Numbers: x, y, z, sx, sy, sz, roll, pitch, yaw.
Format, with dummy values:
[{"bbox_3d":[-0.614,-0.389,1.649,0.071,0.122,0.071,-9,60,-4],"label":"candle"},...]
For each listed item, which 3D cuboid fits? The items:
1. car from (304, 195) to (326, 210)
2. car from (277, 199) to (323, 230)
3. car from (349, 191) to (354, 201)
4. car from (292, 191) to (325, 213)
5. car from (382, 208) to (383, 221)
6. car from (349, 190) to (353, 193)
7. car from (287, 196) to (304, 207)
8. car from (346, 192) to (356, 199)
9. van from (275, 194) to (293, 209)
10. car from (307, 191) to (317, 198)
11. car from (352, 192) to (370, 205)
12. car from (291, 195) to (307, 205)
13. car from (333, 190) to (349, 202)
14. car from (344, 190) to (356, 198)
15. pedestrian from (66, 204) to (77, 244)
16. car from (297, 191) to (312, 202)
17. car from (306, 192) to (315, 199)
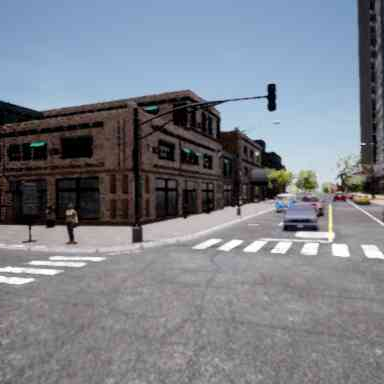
[{"bbox_3d":[14.373,1.152,38.758,2.128,1.511,4.902,-1,0,23],"label":"car"},{"bbox_3d":[6.560,1.389,20.049,2.033,1.411,5.357,-1,0,19],"label":"car"},{"bbox_3d":[25.870,0.939,51.440,1.752,1.417,4.829,0,0,23],"label":"car"},{"bbox_3d":[10.371,1.105,29.182,2.097,1.767,4.553,-1,0,23],"label":"car"},{"bbox_3d":[13.093,1.150,20.604,1.967,1.590,4.097,0,0,23],"label":"car"},{"bbox_3d":[30.042,0.862,61.510,1.887,1.381,4.507,0,0,23],"label":"car"},{"bbox_3d":[13.833,1.246,44.278,1.802,1.307,4.206,0,0,23],"label":"car"},{"bbox_3d":[34.344,0.742,71.892,1.752,1.417,4.829,0,0,23],"label":"car"},{"bbox_3d":[9.594,1.104,34.050,1.690,1.788,3.998,0,0,23],"label":"van"},{"bbox_3d":[30.779,0.586,85.178,2.192,1.841,5.009,0,0,23],"label":"car"},{"bbox_3d":[23.752,0.988,46.327,1.752,1.417,4.829,0,0,23],"label":"car"},{"bbox_3d":[15.951,1.181,49.390,1.947,1.339,4.313,0,0,23],"label":"car"},{"bbox_3d":[24.953,0.778,56.292,2.097,1.767,4.553,-1,0,23],"label":"car"},{"bbox_3d":[36.396,0.485,76.847,2.192,1.841,5.009,0,0,23],"label":"car"},{"bbox_3d":[-5.587,1.449,15.350,0.375,1.860,0.375,-1,0,23],"label":"pedestrian"},{"bbox_3d":[20.186,0.832,59.613,2.192,1.841,5.009,0,0,23],"label":"car"},{"bbox_3d":[28.596,0.847,79.910,1.752,1.417,4.829,0,0,23],"label":"car"}]
